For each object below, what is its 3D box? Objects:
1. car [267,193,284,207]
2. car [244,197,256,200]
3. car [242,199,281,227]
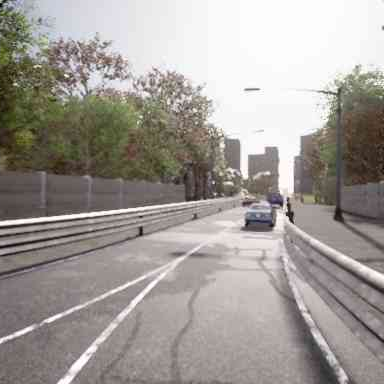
[{"bbox_3d":[11.994,1.097,48.195,2.150,2.045,5.566,1,0,16],"label":"car"},{"bbox_3d":[8.328,1.432,47.822,1.895,1.301,4.718,1,0,16],"label":"car"},{"bbox_3d":[4.665,1.464,22.440,2.033,1.411,5.357,1,0,16],"label":"car"}]
